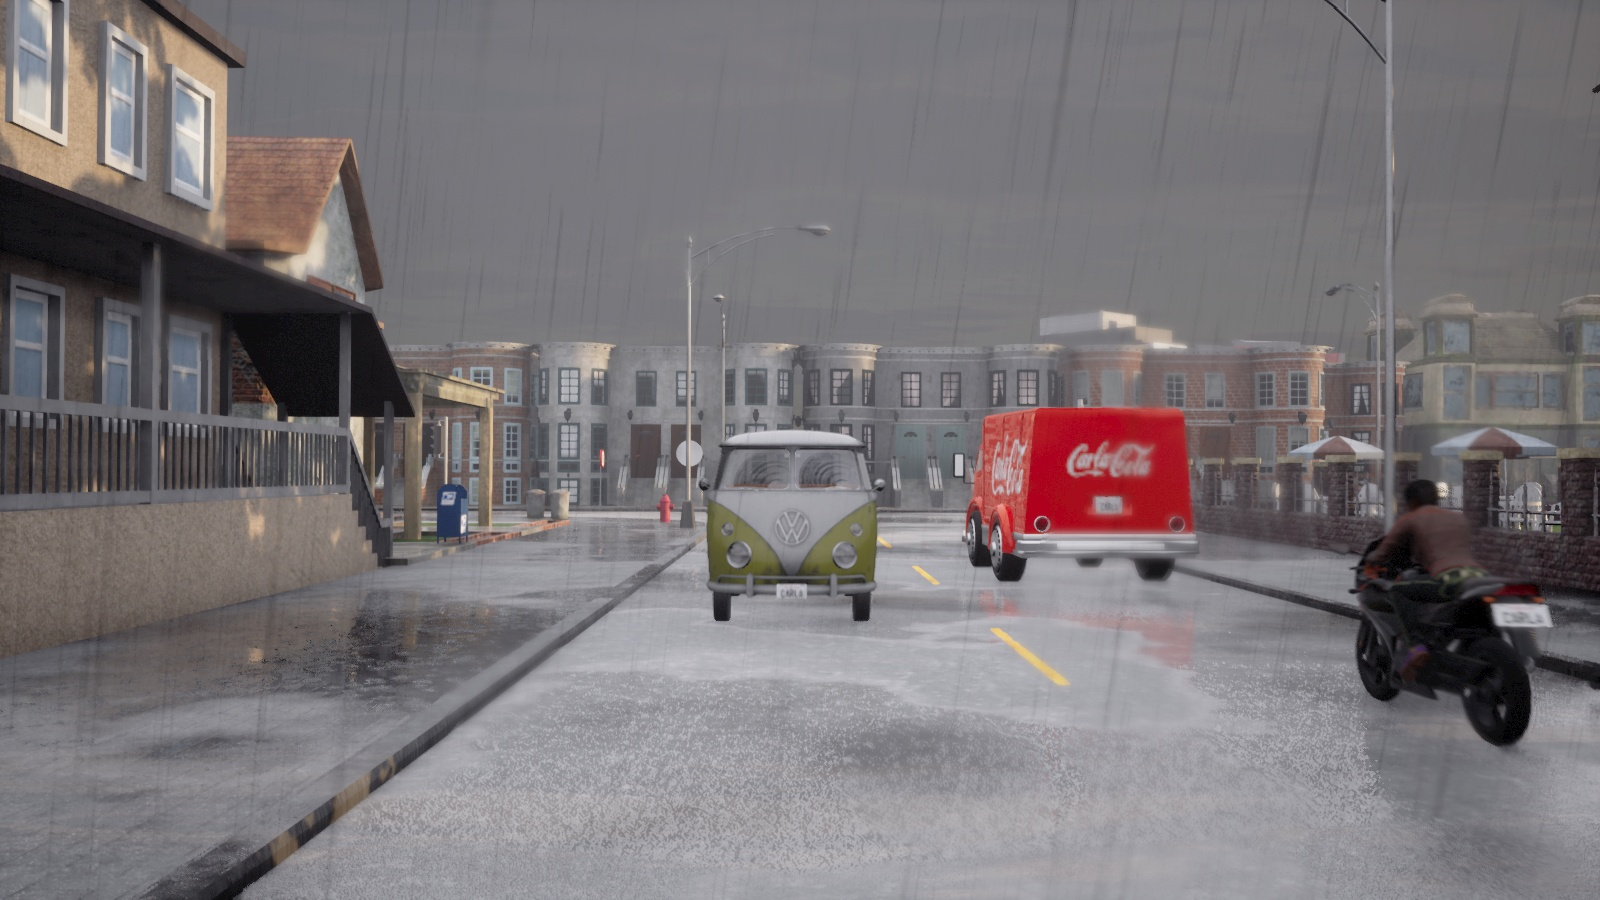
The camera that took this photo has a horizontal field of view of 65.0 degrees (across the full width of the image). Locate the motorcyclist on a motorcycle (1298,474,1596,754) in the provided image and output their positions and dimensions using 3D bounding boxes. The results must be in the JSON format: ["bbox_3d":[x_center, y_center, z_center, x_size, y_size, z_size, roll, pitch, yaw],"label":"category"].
[{"bbox_3d":[3.949,0.914,7.901,0.797,1.523,2.044,0,-1,0],"label":"motorcyclist on a motorcycle"}]

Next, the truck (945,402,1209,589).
[{"bbox_3d":[3.983,0.637,19.263,2.627,2.467,5.204,0,-1,-3],"label":"truck"}]

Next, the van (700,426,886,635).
[{"bbox_3d":[-0.080,0.807,14.231,1.775,1.987,4.442,0,-1,0],"label":"van"}]
